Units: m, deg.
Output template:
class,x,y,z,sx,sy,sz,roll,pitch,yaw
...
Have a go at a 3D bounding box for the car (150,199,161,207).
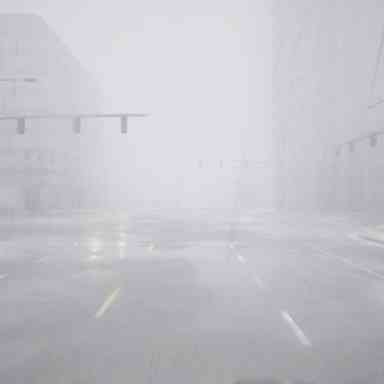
class,x,y,z,sx,sy,sz,roll,pitch,yaw
car,-7.037,2.157,64.762,2.033,1.411,5.357,0,-1,0
